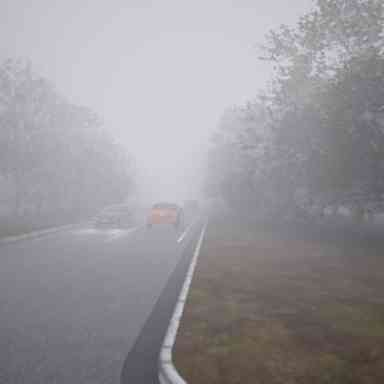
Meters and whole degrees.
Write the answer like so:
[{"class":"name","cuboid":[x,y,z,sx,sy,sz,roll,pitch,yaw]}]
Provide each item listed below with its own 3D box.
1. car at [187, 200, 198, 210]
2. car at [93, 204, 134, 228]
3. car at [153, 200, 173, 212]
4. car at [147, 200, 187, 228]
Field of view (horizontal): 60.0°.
[{"class":"car","cuboid":[-0.147,1.860,49.024,2.128,1.511,4.902,0,0,4]},{"class":"car","cuboid":[-5.497,1.666,23.877,1.837,1.490,4.892,0,0,4]},{"class":"car","cuboid":[-3.940,1.879,46.002,2.033,1.411,5.357,0,0,4]},{"class":"car","cuboid":[-1.794,1.526,23.907,2.097,1.767,4.553,0,0,4]}]
